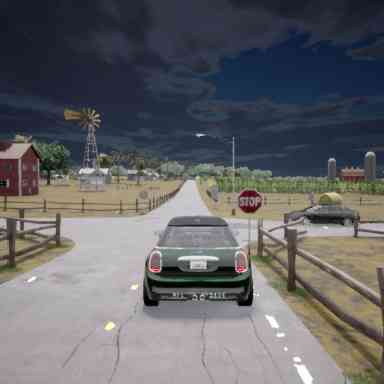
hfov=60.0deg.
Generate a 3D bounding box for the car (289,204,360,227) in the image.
[{"bbox_3d":[9.184,1.618,23.487,4.892,1.490,1.837,1,2,0],"label":"car"}]

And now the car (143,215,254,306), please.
[{"bbox_3d":[0.121,1.346,8.160,2.097,1.767,4.553,0,0,0],"label":"car"}]
